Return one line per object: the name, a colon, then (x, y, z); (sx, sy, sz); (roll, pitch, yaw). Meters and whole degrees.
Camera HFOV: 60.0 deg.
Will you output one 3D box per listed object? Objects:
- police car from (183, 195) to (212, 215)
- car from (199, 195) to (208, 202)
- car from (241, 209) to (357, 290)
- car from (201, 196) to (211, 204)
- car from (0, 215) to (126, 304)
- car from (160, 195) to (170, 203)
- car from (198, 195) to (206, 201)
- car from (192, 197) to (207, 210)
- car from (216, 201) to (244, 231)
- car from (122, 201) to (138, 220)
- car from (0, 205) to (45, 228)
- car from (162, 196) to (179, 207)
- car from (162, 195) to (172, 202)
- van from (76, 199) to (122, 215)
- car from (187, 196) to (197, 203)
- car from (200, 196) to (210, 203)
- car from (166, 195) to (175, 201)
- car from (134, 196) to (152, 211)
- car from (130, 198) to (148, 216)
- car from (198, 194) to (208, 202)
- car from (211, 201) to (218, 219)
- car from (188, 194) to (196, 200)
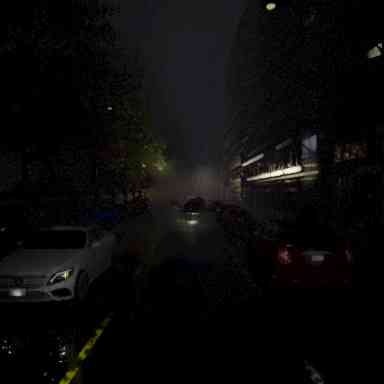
police car: (0.443, 1.433, 34.267); (1.930, 1.638, 5.238); (0, 0, 12)
car: (2.688, 1.494, 76.620); (1.967, 1.590, 4.097); (0, 0, 0)
car: (2.690, 1.439, 9.056); (1.967, 1.590, 4.097); (0, 0, 0)
car: (2.689, 1.582, 65.360); (1.887, 1.381, 4.507); (0, 0, 0)
car: (-3.099, 1.524, 8.245); (1.812, 1.442, 4.674); (0, 0, 0)
car: (-5.693, 1.486, 70.990); (1.967, 1.590, 4.097); (0, 0, 0)
car: (2.688, 1.512, 87.881); (1.967, 1.590, 4.097); (0, 0, 0)
car: (0.900, 1.492, 43.969); (1.882, 1.535, 5.008); (0, 0, 0)
car: (2.690, 1.526, 20.487); (1.752, 1.417, 4.829); (0, 0, 0)
car: (-5.691, 1.585, 25.946); (1.802, 1.307, 4.206); (0, 0, 0)
car: (-5.690, 1.314, 9.056); (2.192, 1.841, 5.009); (0, 0, 0)
car: (-3.077, 1.621, 51.377); (1.895, 1.301, 4.718); (0, 0, 0)
car: (-5.693, 1.494, 76.618); (1.967, 1.590, 4.097); (0, 0, 0)
van: (-5.691, 1.342, 20.316); (1.690, 1.788, 3.998); (0, 0, 0)
car: (-0.001, 1.513, 68.482); (2.033, 1.411, 5.357); (0, 0, 0)
car: (2.688, 1.590, 70.990); (1.887, 1.381, 4.507); (0, 0, 0)
car: (-5.692, 1.623, 87.880); (2.008, 1.369, 4.403); (0, 0, 0)
car: (-5.691, 1.325, 37.209); (2.192, 1.841, 5.009); (0, 0, 0)
car: (-5.691, 1.551, 31.577); (1.887, 1.381, 4.507); (0, 0, 0)
car: (2.687, 1.378, 82.250); (2.192, 1.841, 5.009); (0, 0, 0)
car: (2.689, 1.585, 25.947); (1.802, 1.307, 4.206); (0, 0, 0)
car: (0.000, 1.412, 89.589); (1.882, 1.535, 5.008); (0, 0, 0)
